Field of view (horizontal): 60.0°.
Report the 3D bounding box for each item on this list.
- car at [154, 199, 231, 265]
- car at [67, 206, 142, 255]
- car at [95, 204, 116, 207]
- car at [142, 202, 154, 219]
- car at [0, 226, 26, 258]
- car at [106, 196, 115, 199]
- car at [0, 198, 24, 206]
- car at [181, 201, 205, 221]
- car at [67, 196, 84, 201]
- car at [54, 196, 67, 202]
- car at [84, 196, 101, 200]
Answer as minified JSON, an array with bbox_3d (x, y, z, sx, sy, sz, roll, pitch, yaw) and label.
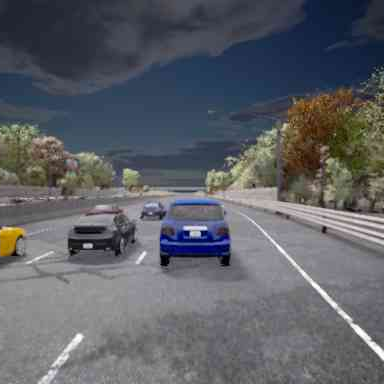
[{"bbox_3d":[0.095,1.243,11.866,2.150,2.045,5.566,0,0,0],"label":"car"},{"bbox_3d":[-3.406,1.527,13.320,1.837,1.490,4.892,0,0,0],"label":"car"},{"bbox_3d":[-6.910,1.651,27.046,1.895,1.301,4.718,0,0,0],"label":"car"},{"bbox_3d":[-3.409,1.583,29.623,1.812,1.442,4.674,0,0,0],"label":"car"},{"bbox_3d":[-6.909,1.494,10.000,1.882,1.535,5.008,0,0,0],"label":"car"},{"bbox_3d":[-17.519,1.598,71.785,1.994,1.385,4.181,0,0,0],"label":"car"},{"bbox_3d":[-17.601,1.411,31.253,2.097,1.767,4.553,0,0,0],"label":"car"},{"bbox_3d":[0.090,1.560,28.676,1.837,1.490,4.892,0,0,0],"label":"car"},{"bbox_3d":[-24.519,1.523,71.783,1.882,1.535,5.008,0,0,0],"label":"car"},{"bbox_3d":[-28.019,1.569,71.782,1.812,1.442,4.674,0,0,0],"label":"car"},{"bbox_3d":[-21.019,1.545,71.784,1.837,1.490,4.892,0,0,0],"label":"car"}]
